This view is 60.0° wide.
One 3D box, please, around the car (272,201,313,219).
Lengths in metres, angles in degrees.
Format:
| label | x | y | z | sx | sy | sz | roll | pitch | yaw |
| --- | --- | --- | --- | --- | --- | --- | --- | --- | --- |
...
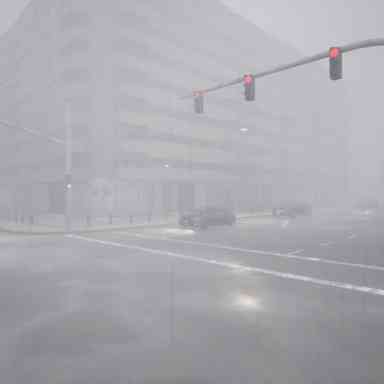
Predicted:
| label | x | y | z | sx | sy | sz | roll | pitch | yaw |
| --- | --- | --- | --- | --- | --- | --- | --- | --- | --- |
| car | 9.109 | 1.549 | 30.081 | 4.902 | 1.511 | 2.128 | 0 | 0 | -44 |

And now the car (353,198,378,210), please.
| label | x | y | z | sx | sy | sz | roll | pitch | yaw |
| --- | --- | --- | --- | --- | --- | --- | --- | --- | --- |
| car | 22.550 | 1.550 | 43.078 | 4.674 | 1.442 | 1.812 | 0 | -1 | -44 |

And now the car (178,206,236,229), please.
| label | x | y | z | sx | sy | sz | roll | pitch | yaw |
| --- | --- | --- | --- | --- | --- | --- | --- | --- | --- |
| car | 1.074 | 1.641 | 22.141 | 1.994 | 1.385 | 4.181 | -1 | 0 | 45 |
